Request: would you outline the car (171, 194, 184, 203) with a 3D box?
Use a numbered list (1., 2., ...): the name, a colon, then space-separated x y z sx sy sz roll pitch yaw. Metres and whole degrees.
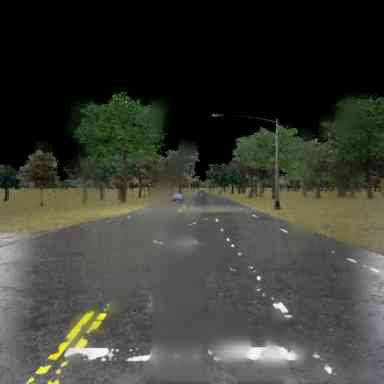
1. car: -2.450 1.003 57.463 1.882 1.535 5.008 0 1 2
